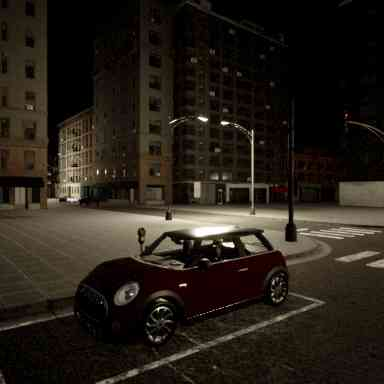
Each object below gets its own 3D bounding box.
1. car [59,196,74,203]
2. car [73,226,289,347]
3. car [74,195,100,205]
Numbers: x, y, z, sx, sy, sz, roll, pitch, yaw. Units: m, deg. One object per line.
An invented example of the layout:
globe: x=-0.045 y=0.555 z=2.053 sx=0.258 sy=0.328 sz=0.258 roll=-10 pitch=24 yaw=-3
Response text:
car: x=-22.165 y=1.275 z=59.248 sx=1.895 sy=1.301 sz=4.718 roll=0 pitch=0 yaw=-39
car: x=-0.052 y=1.440 z=6.265 sx=4.097 sy=1.590 sz=1.967 roll=0 pitch=0 yaw=-38
car: x=-15.842 y=1.221 z=51.149 sx=2.128 sy=1.511 sz=4.902 roll=0 pitch=0 yaw=-38
